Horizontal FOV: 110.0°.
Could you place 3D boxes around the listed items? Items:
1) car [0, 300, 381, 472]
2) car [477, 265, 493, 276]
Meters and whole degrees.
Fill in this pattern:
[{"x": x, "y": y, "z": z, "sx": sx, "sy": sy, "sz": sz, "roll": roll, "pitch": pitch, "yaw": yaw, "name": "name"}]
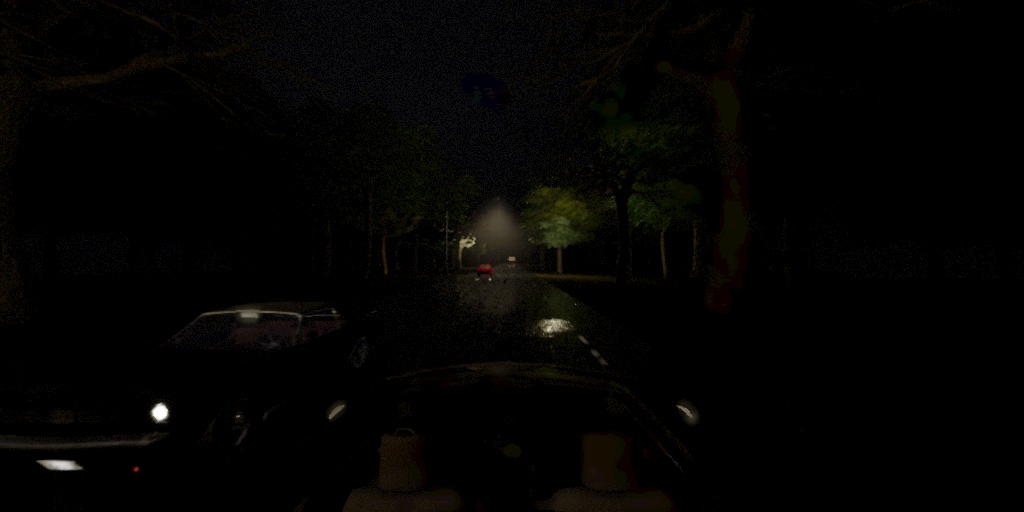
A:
[{"x": -3.599, "y": 1.380, "z": 5.071, "sx": 1.895, "sy": 1.301, "sz": 4.718, "roll": 0, "pitch": 0, "yaw": 0, "name": "car"}, {"x": -3.564, "y": 1.882, "z": 47.843, "sx": 1.882, "sy": 1.535, "sz": 5.008, "roll": 0, "pitch": -1, "yaw": 0, "name": "car"}]
